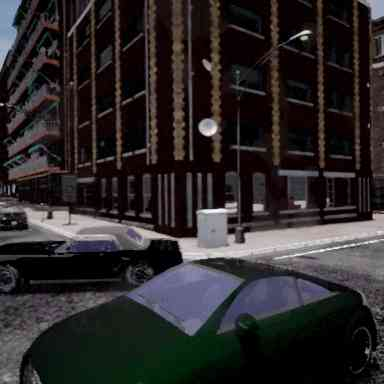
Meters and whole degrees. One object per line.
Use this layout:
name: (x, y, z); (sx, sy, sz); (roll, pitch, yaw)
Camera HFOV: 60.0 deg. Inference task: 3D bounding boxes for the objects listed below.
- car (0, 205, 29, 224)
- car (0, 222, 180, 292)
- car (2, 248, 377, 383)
car: (-10.923, 1.433, 19.792); (2.008, 1.369, 4.403); (0, 0, -36)
car: (-2.603, 1.559, 8.274); (4.718, 1.301, 1.895); (0, 0, -5)
car: (0.315, 1.544, 3.898); (4.181, 1.385, 1.994); (-1, 1, -35)
